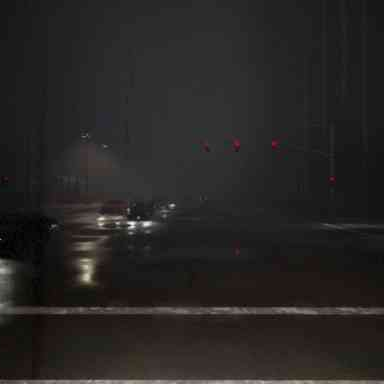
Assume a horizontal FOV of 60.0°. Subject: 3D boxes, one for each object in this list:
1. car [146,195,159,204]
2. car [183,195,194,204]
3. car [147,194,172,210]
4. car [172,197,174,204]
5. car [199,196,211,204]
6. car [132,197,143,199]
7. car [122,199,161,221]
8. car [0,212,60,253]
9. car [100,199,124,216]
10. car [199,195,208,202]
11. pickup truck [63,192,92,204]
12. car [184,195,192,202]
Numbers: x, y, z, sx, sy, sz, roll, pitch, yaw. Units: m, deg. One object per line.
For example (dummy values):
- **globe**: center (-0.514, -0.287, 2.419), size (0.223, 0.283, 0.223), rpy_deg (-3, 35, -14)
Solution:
- **car**: center (-7.873, 1.478, 66.455), size (1.882, 1.535, 5.008), rpy_deg (0, 0, 0)
- **car**: center (-0.746, 1.352, 65.413), size (2.097, 1.767, 4.553), rpy_deg (0, 0, -1)
- **car**: center (-4.227, 1.222, 43.498), size (2.150, 2.045, 5.566), rpy_deg (0, 0, -1)
- **car**: center (-4.366, 1.601, 61.950), size (1.895, 1.301, 4.718), rpy_deg (0, 0, 0)
- **car**: center (2.760, 1.491, 64.828), size (2.128, 1.511, 4.902), rpy_deg (0, 0, -1)
- **car**: center (-7.765, 1.491, 47.361), size (2.128, 1.511, 4.902), rpy_deg (0, 0, -1)
- **car**: center (-4.033, 1.548, 27.502), size (2.033, 1.411, 5.357), rpy_deg (0, 0, -1)
- **car**: center (-7.282, 1.547, 13.846), size (2.033, 1.411, 5.357), rpy_deg (0, 0, -1)
- **car**: center (-7.683, 1.478, 33.188), size (1.882, 1.535, 5.008), rpy_deg (0, 0, 1)
- **car**: center (2.559, 1.524, 75.212), size (1.812, 1.442, 4.674), rpy_deg (0, 0, -1)
- **pickup truck**: center (-20.915, 1.059, 60.050), size (2.390, 2.098, 6.274), rpy_deg (0, 0, 30)
- **car**: center (-0.944, 1.478, 75.417), size (1.882, 1.535, 5.008), rpy_deg (0, 0, -1)
